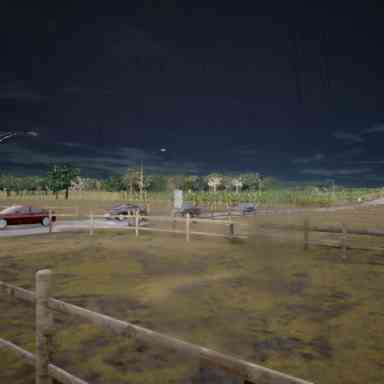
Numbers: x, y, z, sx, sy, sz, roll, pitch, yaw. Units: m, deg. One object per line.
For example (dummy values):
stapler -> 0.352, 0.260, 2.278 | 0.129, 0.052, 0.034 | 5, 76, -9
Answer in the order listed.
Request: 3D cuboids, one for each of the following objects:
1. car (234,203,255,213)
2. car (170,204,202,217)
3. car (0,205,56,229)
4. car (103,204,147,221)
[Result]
car -> 8.580, 2.496, 53.869 | 2.097, 1.767, 4.553 | 1, -1, 35
car -> -0.702, 2.199, 40.872 | 2.128, 1.511, 4.902 | 1, -1, 35
car -> -12.478, 1.723, 24.245 | 1.882, 1.535, 5.008 | 1, -1, 36
car -> -6.480, 1.975, 32.689 | 1.837, 1.490, 4.892 | 1, -1, 35
